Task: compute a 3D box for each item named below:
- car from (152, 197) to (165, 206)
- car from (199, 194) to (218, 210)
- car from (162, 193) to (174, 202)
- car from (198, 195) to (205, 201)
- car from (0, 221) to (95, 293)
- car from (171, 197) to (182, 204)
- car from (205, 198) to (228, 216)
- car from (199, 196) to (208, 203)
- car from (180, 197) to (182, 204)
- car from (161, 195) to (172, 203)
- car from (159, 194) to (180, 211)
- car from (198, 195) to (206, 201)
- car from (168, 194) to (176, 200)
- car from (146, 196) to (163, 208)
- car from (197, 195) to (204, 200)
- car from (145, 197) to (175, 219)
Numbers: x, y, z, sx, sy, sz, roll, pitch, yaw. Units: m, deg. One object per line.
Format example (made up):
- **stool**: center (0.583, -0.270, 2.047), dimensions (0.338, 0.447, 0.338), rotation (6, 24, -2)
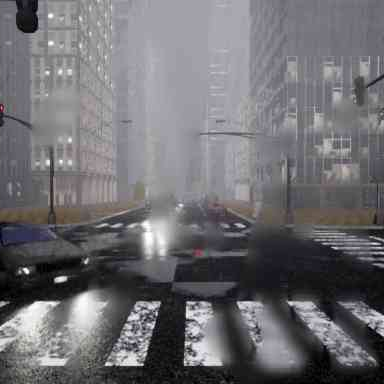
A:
- **car**: center (-5.426, 1.558, 54.182), dimensions (1.802, 1.307, 4.206), rotation (-1, 0, 0)
- **car**: center (2.459, 1.297, 43.172), dimensions (2.192, 1.841, 5.009), rotation (-1, 0, 0)
- **car**: center (-5.470, 1.274, 76.280), dimensions (2.192, 1.841, 5.009), rotation (-1, 0, 0)
- **car**: center (2.392, 1.475, 87.539), dimensions (1.752, 1.417, 4.829), rotation (-1, 0, 0)
- **car**: center (-4.807, 1.544, 9.181), dimensions (5.357, 1.411, 2.033), rotation (0, 0, 44)
- **car**: center (-2.876, 1.570, 63.484), dimensions (1.895, 1.301, 4.718), rotation (0, 0, 0)
- **car**: center (2.462, 1.570, 32.123), dimensions (1.802, 1.307, 4.206), rotation (-1, 0, 0)
- **car**: center (2.423, 1.508, 70.795), dimensions (1.887, 1.381, 4.507), rotation (-1, 0, 0)
- **car**: center (-2.933, 1.580, 48.724), dimensions (1.895, 1.301, 4.718), rotation (0, 0, 0)
- **car**: center (-5.458, 1.404, 70.755), dimensions (1.967, 1.590, 4.097), rotation (-1, 0, 0)
- **car**: center (-2.923, 1.205, 38.702), dimensions (2.150, 2.045, 5.566), rotation (0, 0, 0)
- **car**: center (2.403, 1.536, 81.844), dimensions (1.802, 1.307, 4.206), rotation (-1, 0, 0)
- **car**: center (-5.500, 1.385, 92.854), dimensions (1.967, 1.590, 4.097), rotation (-1, 0, 0)
- **car**: center (-5.417, 1.419, 48.657), dimensions (1.967, 1.590, 4.097), rotation (-1, 0, 0)
- **car**: center (2.382, 1.489, 92.893), dimensions (1.887, 1.381, 4.507), rotation (-1, 0, 0)
- **car**: center (-2.908, 1.481, 28.788), dimensions (2.128, 1.511, 4.902), rotation (0, 0, 0)
